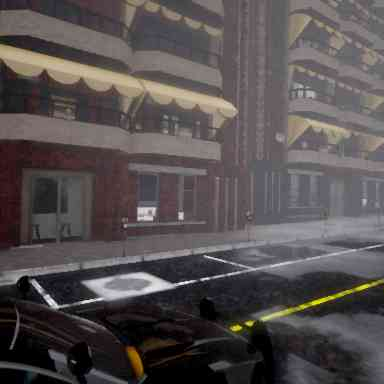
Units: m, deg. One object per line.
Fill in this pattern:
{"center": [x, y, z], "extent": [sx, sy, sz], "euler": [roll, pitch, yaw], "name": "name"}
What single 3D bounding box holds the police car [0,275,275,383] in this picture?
{"center": [-1.542, 1.425, 2.180], "extent": [5.238, 1.638, 1.930], "euler": [0, 0, -35], "name": "police car"}
